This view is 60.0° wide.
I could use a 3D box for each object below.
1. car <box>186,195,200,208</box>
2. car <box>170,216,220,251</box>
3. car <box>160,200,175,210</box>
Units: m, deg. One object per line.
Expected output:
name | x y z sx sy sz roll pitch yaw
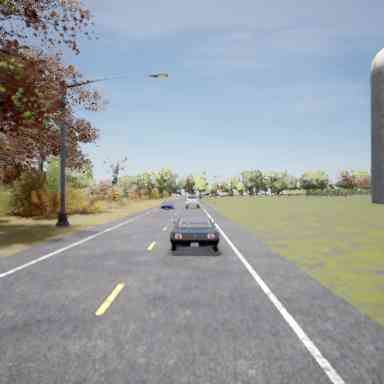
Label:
car | 0.116 1.575 56.091 2.150 2.045 5.566 0 0 0
car | 0.104 1.696 14.626 1.895 1.301 4.718 0 0 0
car | -3.487 1.853 48.330 2.033 1.411 5.357 0 0 0
